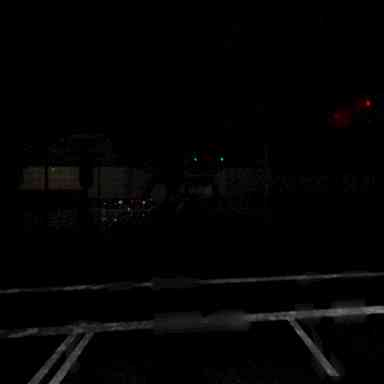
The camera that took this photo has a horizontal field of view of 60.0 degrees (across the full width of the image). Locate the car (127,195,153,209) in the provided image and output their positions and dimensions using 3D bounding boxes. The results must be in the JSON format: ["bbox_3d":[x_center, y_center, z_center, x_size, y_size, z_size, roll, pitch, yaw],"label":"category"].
[{"bbox_3d":[-7.031,1.289,45.146,2.097,1.767,4.553,0,0,0],"label":"car"}]

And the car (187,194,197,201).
[{"bbox_3d":[0.011,1.217,71.014,1.837,1.490,4.892,0,0,0],"label":"car"}]

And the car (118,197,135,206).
[{"bbox_3d":[-10.530,1.469,53.963,1.994,1.385,4.181,0,0,0],"label":"car"}]

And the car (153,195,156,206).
[{"bbox_3d":[-7.032,1.254,53.989,2.097,1.767,4.553,0,0,0],"label":"car"}]

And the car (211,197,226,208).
[{"bbox_3d":[3.607,1.417,46.005,2.128,1.511,4.902,0,0,0],"label":"car"}]

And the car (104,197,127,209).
[{"bbox_3d":[-10.526,1.445,45.057,1.837,1.490,4.892,0,0,0],"label":"car"}]
